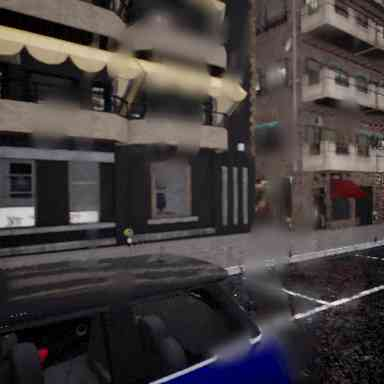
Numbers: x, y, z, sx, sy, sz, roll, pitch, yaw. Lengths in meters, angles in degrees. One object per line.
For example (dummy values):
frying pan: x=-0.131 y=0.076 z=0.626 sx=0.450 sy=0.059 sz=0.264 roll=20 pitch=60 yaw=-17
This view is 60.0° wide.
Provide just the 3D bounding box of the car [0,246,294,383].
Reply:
car: x=-1.419 y=1.352 z=2.059 sx=4.553 sy=1.767 sz=2.097 roll=0 pitch=0 yaw=-36
